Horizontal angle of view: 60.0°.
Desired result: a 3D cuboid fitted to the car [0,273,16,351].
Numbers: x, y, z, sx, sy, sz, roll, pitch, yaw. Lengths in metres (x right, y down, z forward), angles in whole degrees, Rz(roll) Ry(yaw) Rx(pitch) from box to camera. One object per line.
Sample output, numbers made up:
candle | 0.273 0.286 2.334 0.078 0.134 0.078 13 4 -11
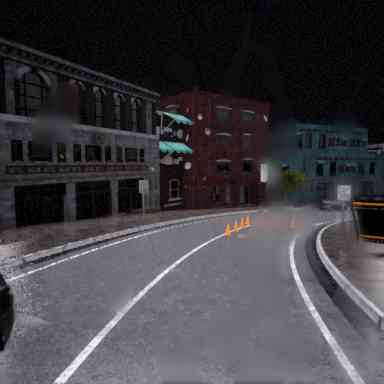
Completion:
car | -3.322 1.476 2.285 2.128 1.511 4.902 0 0 5

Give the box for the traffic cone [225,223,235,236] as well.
traffic cone | 1.845 1.904 16.996 0.340 0.580 0.340 2 0 19

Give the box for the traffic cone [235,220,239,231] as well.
traffic cone | 2.495 1.903 18.887 0.340 0.580 0.340 2 1 19

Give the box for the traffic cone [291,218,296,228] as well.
traffic cone | 6.621 2.010 21.698 0.340 0.580 0.340 2 1 19

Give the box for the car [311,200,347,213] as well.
car | 16.633 1.655 40.073 5.357 1.411 2.033 1 3 -38

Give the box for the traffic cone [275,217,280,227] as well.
traffic cone | 5.675 1.971 22.019 0.340 0.580 0.340 2 1 18

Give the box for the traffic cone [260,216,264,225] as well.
traffic cone | 4.735 1.933 22.340 0.340 0.580 0.340 2 1 19

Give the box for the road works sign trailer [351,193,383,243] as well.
road works sign trailer | 7.117 1.155 10.558 3.560 2.380 2.880 2 45 37
